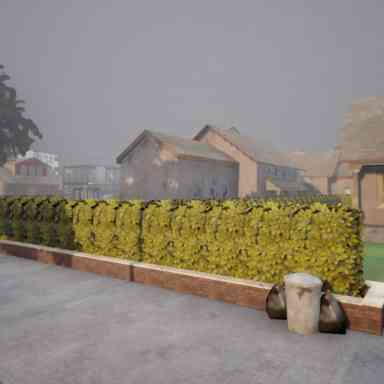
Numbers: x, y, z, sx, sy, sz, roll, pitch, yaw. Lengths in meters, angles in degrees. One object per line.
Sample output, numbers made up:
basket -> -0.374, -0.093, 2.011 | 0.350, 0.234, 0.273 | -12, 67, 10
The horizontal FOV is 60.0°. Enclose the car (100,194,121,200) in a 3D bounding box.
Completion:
car -> -10.311, 1.221, 43.371 | 2.150, 2.045, 5.566 | 0, 0, 36
